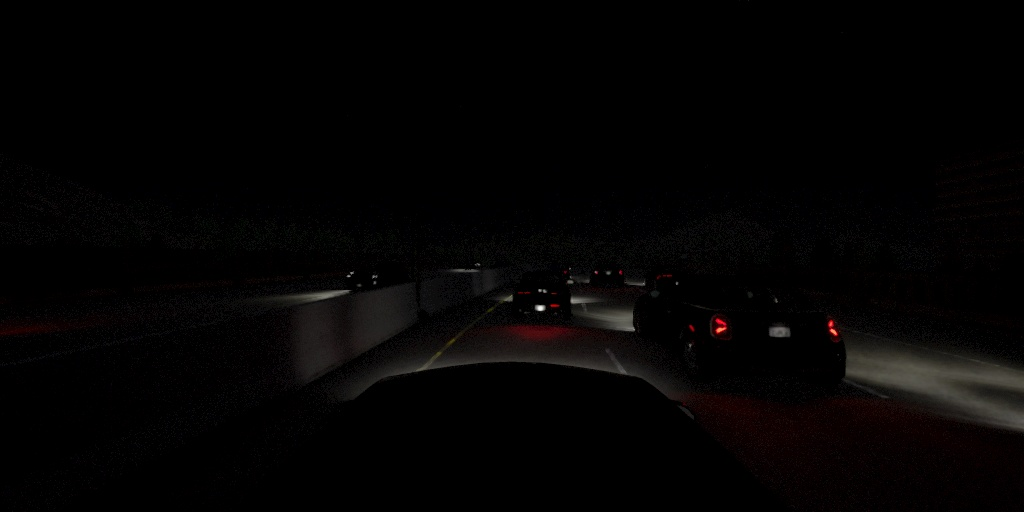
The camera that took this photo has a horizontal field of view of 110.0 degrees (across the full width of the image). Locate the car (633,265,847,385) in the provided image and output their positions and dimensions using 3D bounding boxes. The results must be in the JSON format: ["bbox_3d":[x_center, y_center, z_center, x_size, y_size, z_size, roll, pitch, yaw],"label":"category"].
[{"bbox_3d":[4.027,1.124,7.312,2.097,1.767,4.553,0,0,4],"label":"car"}]

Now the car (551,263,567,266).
[{"bbox_3d":[4.056,1.345,31.069,2.033,1.411,5.357,0,0,10],"label":"car"}]

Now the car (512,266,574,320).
[{"bbox_3d":[1.133,1.271,12.861,1.837,1.490,4.892,0,0,7],"label":"car"}]

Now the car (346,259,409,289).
[{"bbox_3d":[-8.252,1.090,22.425,2.097,1.767,4.553,0,0,10],"label":"car"}]

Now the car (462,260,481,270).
[{"bbox_3d":[-6.150,1.289,55.265,1.837,1.490,4.892,0,-1,10],"label":"car"}]

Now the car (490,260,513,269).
[{"bbox_3d":[-1.244,1.336,42.511,2.033,1.411,5.357,0,0,10],"label":"car"}]

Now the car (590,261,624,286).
[{"bbox_3d":[6.712,1.154,25.705,2.097,1.767,4.553,0,0,9],"label":"car"}]

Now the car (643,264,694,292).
[{"bbox_3d":[9.778,1.316,22.840,1.837,1.490,4.892,0,0,9],"label":"car"}]
